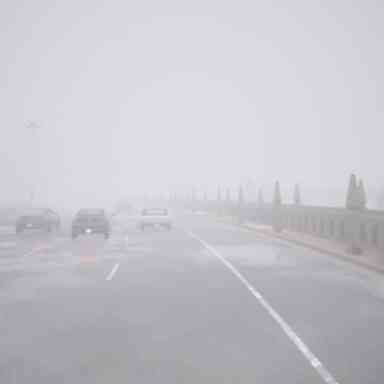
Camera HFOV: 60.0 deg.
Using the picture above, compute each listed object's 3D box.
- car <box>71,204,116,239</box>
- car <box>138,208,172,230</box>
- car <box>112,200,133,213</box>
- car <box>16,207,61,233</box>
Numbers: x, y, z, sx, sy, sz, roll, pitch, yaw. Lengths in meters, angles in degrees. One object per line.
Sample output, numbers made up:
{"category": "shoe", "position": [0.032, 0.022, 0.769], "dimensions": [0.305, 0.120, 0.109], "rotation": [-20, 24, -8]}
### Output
{"category": "car", "position": [-5.387, 1.618, 18.278], "dimensions": [1.837, 1.490, 4.892], "rotation": [0, 0, -10]}
{"category": "car", "position": [-2.580, 1.723, 22.188], "dimensions": [1.895, 1.301, 4.718], "rotation": [0, 0, -12]}
{"category": "car", "position": [-8.528, 1.742, 40.672], "dimensions": [1.837, 1.490, 4.892], "rotation": [0, 0, -22]}
{"category": "car", "position": [-9.412, 1.666, 20.568], "dimensions": [1.812, 1.442, 4.674], "rotation": [0, 0, -12]}
